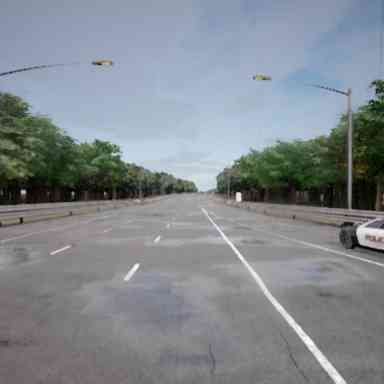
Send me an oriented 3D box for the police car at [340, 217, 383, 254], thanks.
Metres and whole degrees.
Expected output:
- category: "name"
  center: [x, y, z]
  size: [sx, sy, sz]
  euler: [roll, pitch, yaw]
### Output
- category: "police car"
  center: [7.657, 1.671, 12.705]
  size: [2.038, 1.542, 4.974]
  euler: [1, -1, -9]
